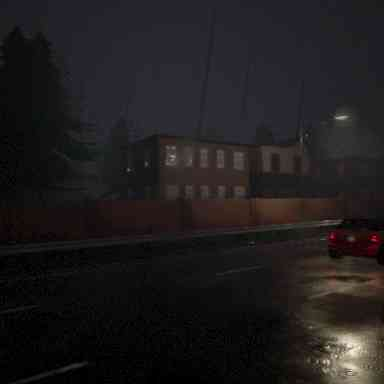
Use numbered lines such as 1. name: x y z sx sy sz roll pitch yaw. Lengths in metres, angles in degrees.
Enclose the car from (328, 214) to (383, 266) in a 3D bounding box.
1. car: 7.468 1.710 13.183 4.553 1.767 2.097 0 -3 -35
